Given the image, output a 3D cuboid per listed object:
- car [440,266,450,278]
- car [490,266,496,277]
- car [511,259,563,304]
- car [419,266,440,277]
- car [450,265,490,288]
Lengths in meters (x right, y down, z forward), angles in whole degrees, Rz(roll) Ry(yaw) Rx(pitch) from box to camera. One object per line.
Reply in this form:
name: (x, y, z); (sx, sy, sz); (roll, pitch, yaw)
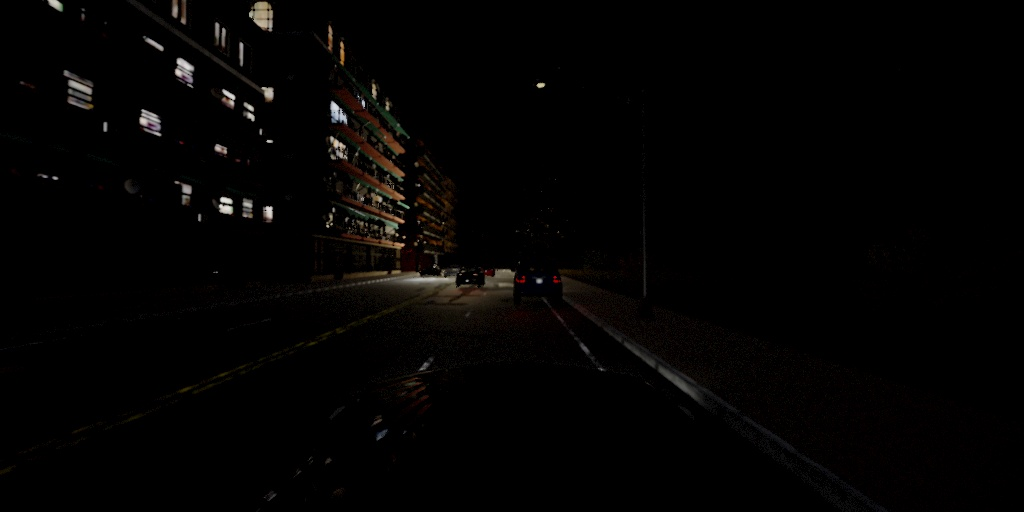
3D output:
car: (-6.571, 1.772, 41.053); (1.812, 1.442, 4.674); (0, -1, 0)
car: (-3.119, 1.851, 44.305); (1.994, 1.385, 4.181); (0, -1, 0)
car: (1.149, 1.178, 17.703); (2.150, 2.045, 5.566); (0, -1, 0)
car: (-9.819, 1.876, 43.376); (1.895, 1.301, 4.718); (0, -1, 0)
car: (-3.131, 1.567, 27.588); (2.128, 1.511, 4.902); (0, -1, 0)
